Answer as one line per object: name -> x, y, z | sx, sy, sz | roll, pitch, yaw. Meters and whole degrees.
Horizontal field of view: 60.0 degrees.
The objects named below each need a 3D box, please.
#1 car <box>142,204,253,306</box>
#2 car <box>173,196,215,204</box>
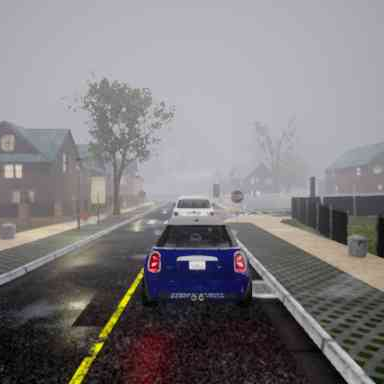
car -> 0.096, 1.345, 8.152 | 2.097, 1.767, 4.553 | 0, 0, 0
car -> 0.090, 1.204, 18.163 | 2.150, 2.045, 5.566 | 0, 0, 0
